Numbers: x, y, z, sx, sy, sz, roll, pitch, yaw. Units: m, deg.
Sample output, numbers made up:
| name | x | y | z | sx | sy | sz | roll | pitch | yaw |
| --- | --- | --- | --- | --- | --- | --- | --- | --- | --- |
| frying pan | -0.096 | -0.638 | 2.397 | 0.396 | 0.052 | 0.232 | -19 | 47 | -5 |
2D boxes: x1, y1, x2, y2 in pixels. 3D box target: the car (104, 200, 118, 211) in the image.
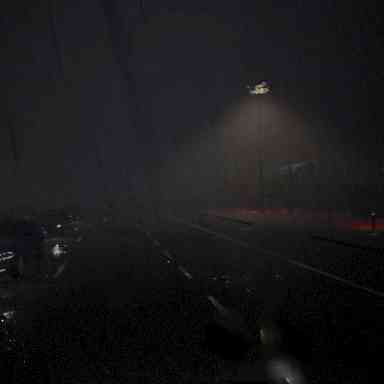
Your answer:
| name | x | y | z | sx | sy | sz | roll | pitch | yaw |
| --- | --- | --- | --- | --- | --- | --- | --- | --- | --- |
| car | -11.479 | 1.904 | 47.102 | 1.895 | 1.301 | 4.718 | -1 | 0 | -14 |

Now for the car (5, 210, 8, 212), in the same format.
| name | x | y | z | sx | sy | sz | roll | pitch | yaw |
| --- | --- | --- | --- | --- | --- | --- | --- | --- | --- |
| car | -11.205 | 1.790 | 16.904 | 1.812 | 1.442 | 4.674 | -1 | 0 | -14 |

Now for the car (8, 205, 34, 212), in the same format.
| name | x | y | z | sx | sy | sz | roll | pitch | yaw |
| --- | --- | --- | --- | --- | --- | --- | --- | --- | --- |
| car | -13.686 | 1.807 | 26.798 | 1.882 | 1.535 | 5.008 | -1 | 0 | -14 |

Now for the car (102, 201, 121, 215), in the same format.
| name | x | y | z | sx | sy | sz | roll | pitch | yaw |
| --- | --- | --- | --- | --- | --- | --- | --- | --- | --- |
| car | -8.934 | 1.762 | 37.169 | 1.812 | 1.442 | 4.674 | -1 | 0 | -13 |

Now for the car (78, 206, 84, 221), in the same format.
| name | x | y | z | sx | sy | sz | roll | pitch | yaw |
| --- | --- | --- | --- | --- | --- | --- | --- | --- | --- |
| car | -10.827 | 1.834 | 29.801 | 1.994 | 1.385 | 4.181 | -1 | 0 | -14 |

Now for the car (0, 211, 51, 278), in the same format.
| name | x | y | z | sx | sy | sz | roll | pitch | yaw |
| --- | --- | --- | --- | --- | --- | --- | --- | --- | --- |
| car | -6.004 | 1.621 | 10.518 | 1.882 | 1.535 | 5.008 | -1 | 0 | -14 |

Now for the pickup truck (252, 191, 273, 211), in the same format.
| name | x | y | z | sx | sy | sz | roll | pitch | yaw |
| --- | --- | --- | --- | --- | --- | --- | --- | --- | --- |
| pickup truck | 8.189 | 0.920 | 36.965 | 2.390 | 2.098 | 6.274 | -1 | 0 | 16 |

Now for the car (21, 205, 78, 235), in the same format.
| name | x | y | z | sx | sy | sz | roll | pitch | yaw |
| --- | --- | --- | --- | --- | --- | --- | --- | --- | --- |
| car | -8.402 | 1.754 | 20.090 | 2.033 | 1.411 | 5.357 | -1 | 0 | -14 |
